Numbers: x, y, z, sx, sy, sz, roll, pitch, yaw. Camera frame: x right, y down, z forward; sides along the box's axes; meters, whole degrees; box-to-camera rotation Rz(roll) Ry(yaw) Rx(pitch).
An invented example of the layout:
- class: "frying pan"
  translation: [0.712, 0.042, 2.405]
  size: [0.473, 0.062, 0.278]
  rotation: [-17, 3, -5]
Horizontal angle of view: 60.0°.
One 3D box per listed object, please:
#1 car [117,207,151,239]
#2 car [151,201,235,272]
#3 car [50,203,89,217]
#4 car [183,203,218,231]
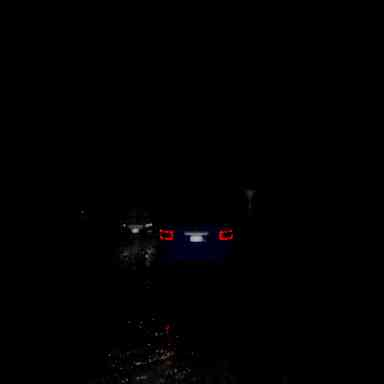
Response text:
- class: "car"
  translation: [-2.923, 1.600, 18.274]
  size: [2.128, 1.511, 4.902]
  rotation: [0, 0, -5]
- class: "car"
  translation: [0.123, 1.291, 11.187]
  size: [2.150, 2.045, 5.566]
  rotation: [0, 0, 0]
- class: "car"
  translation: [-12.387, 1.762, 33.503]
  size: [4.181, 1.385, 1.994]
  rotation: [0, 0, 32]
- class: "car"
  translation: [0.736, 1.613, 22.761]
  size: [1.882, 1.535, 5.008]
  rotation: [0, 0, 7]
